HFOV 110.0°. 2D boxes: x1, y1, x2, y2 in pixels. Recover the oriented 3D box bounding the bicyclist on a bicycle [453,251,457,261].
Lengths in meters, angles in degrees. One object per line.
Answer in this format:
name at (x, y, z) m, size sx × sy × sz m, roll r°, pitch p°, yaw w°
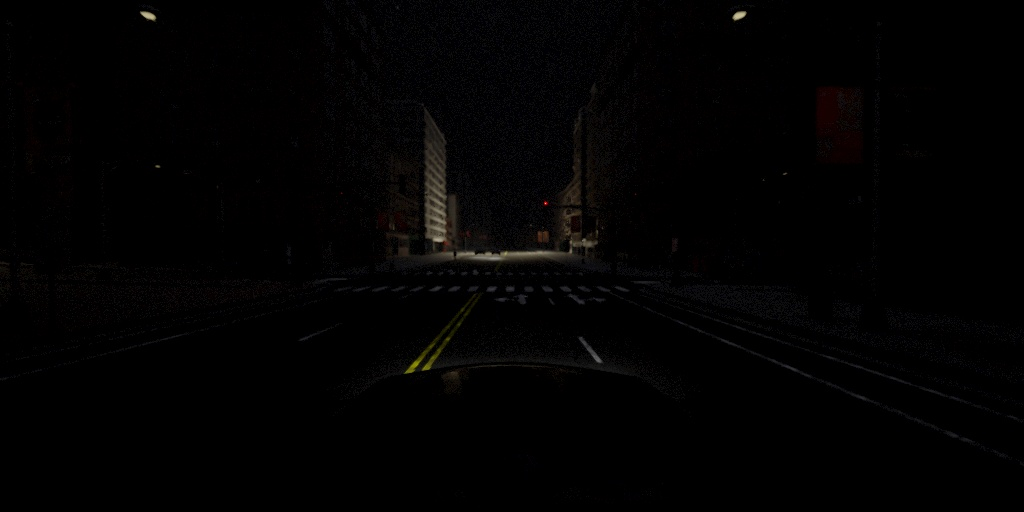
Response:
bicyclist on a bicycle at (-8.759, -0.008, 55.184) m, size 0.582 × 1.620 × 1.656 m, roll 0°, pitch 2°, yaw 0°
